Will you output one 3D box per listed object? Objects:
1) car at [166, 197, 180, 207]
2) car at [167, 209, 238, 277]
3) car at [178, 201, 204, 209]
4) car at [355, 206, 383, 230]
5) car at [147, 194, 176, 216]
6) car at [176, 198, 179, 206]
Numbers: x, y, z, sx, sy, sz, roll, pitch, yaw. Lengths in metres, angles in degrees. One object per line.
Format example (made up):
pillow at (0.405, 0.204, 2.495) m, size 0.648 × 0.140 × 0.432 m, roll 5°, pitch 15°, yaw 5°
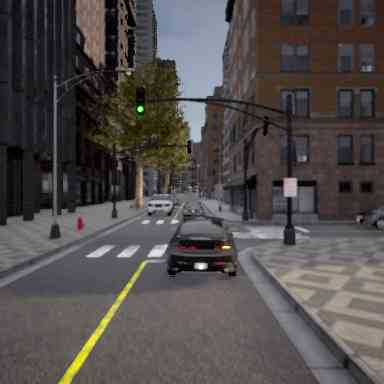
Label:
car at (-3.030, 1.555, 53.098) m, size 1.994 × 1.385 × 4.181 m, roll 0°, pitch 0°, yaw 1°
car at (0.355, 1.502, 10.268) m, size 1.837 × 1.490 × 4.892 m, roll 0°, pitch 0°, yaw 3°
car at (0.095, 1.543, 28.463) m, size 2.033 × 1.411 × 5.357 m, roll 0°, pitch 0°, yaw 0°
car at (12.611, 1.466, 20.352) m, size 4.902 × 1.511 × 2.128 m, roll 0°, pitch 0°, yaw 0°
car at (-3.089, 1.216, 33.147) m, size 2.150 × 2.045 × 5.566 m, roll 0°, pitch 0°, yaw 0°
car at (-3.097, 1.593, 43.021) m, size 1.895 × 1.301 × 4.718 m, roll 0°, pitch 0°, yaw 0°
